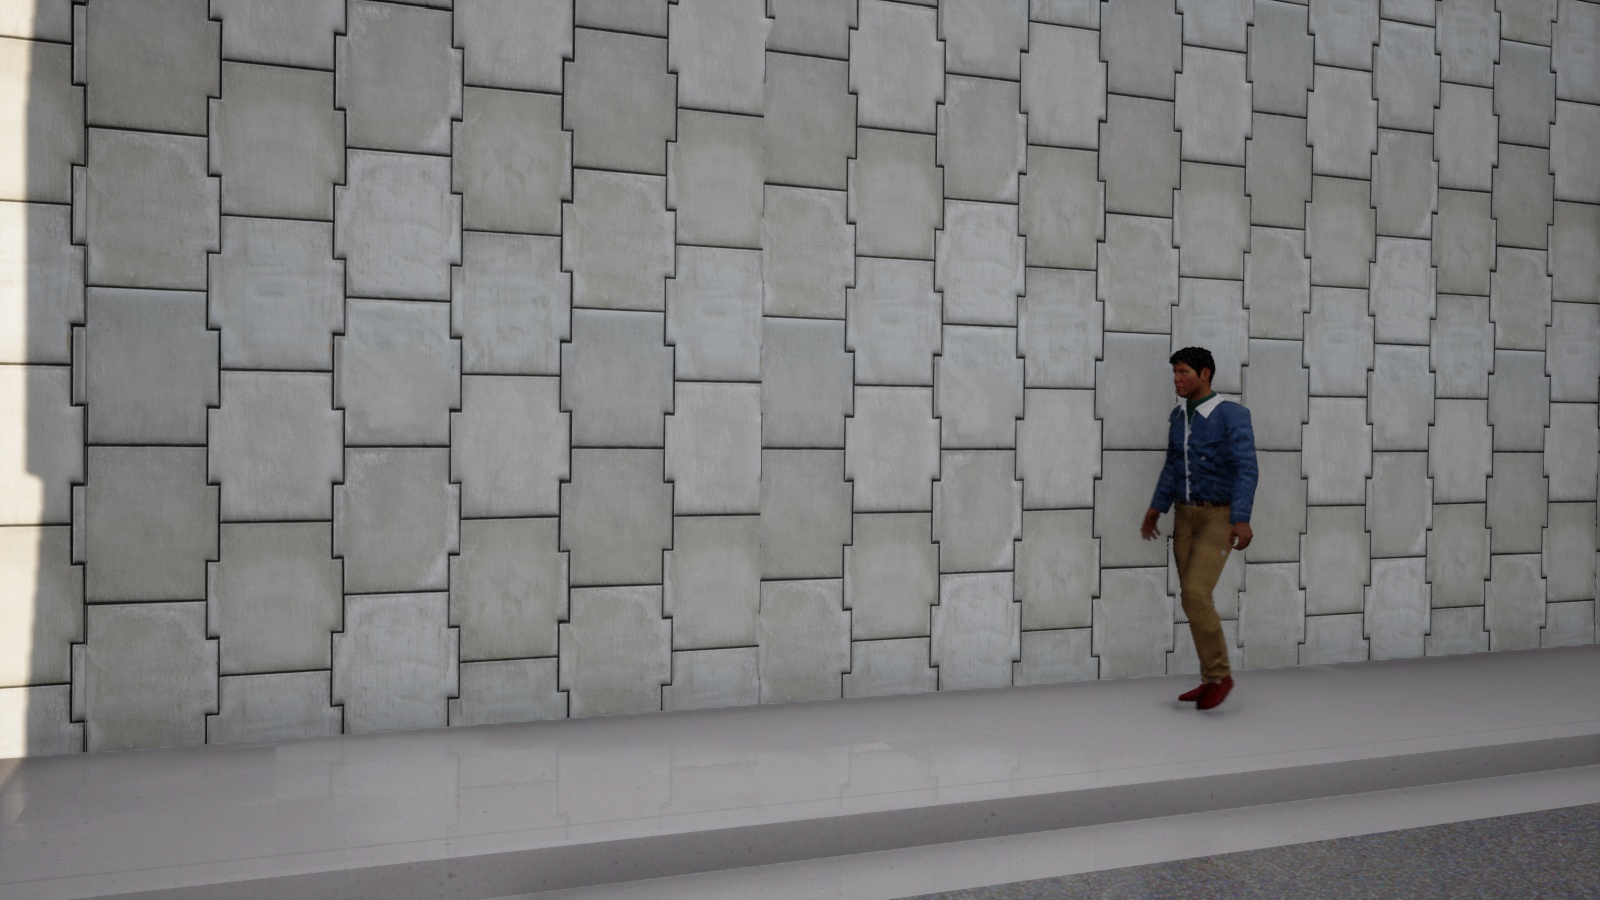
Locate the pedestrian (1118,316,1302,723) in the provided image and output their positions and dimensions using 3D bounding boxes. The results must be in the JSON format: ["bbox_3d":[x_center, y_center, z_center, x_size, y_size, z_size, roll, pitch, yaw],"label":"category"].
[{"bbox_3d":[2.072,0.327,6.361,0.788,1.949,0.423,-1,1,-22],"label":"pedestrian"}]
